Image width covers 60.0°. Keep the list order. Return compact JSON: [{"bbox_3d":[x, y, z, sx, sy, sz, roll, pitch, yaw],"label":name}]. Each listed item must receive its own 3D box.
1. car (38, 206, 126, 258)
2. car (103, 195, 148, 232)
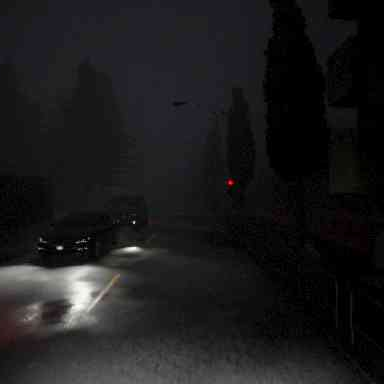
[{"bbox_3d":[-4.071,1.489,12.725,1.837,1.490,4.892,0,0,1],"label":"car"},{"bbox_3d":[-4.001,1.194,20.335,2.150,2.045,5.566,0,0,0],"label":"car"}]
